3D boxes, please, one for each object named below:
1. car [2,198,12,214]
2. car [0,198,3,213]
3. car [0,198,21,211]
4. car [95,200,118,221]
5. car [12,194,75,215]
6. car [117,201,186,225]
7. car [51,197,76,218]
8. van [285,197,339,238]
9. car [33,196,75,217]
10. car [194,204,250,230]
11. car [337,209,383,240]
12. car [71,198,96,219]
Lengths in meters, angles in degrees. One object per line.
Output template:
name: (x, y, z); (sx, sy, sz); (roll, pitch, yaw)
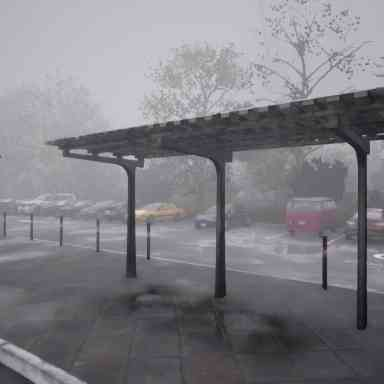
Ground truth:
car: (-16.067, 1.442, 34.030); (2.231, 1.521, 4.892); (0, 0, 35)
car: (-18.334, 1.433, 35.636); (2.097, 1.535, 5.008); (0, 0, 35)
car: (-22.876, 1.443, 38.823); (2.163, 1.488, 4.792); (0, 0, 35)
car: (-4.721, 1.495, 26.040); (2.163, 1.488, 4.792); (0, 0, 35)
car: (-13.815, 1.194, 32.408); (2.435, 2.045, 5.566); (0, 0, 35)
car: (-2.580, 1.467, 24.261); (1.946, 1.575, 5.366); (0, 0, 35)
car: (-9.265, 1.455, 29.228); (2.097, 1.535, 5.008); (0, 0, 35)
van: (6.655, 1.264, 18.091); (1.878, 1.987, 4.442); (0, 0, 35)
car: (-11.531, 1.450, 30.832); (2.097, 1.535, 5.008); (0, 0, 35)
car: (2.041, 1.510, 21.180); (2.163, 1.488, 4.792); (0, 0, 35)
car: (8.850, 1.536, 16.390); (2.002, 1.452, 4.674); (0, 0, 35)
car: (-6.999, 1.461, 27.625); (2.231, 1.521, 4.892); (0, 0, 35)
